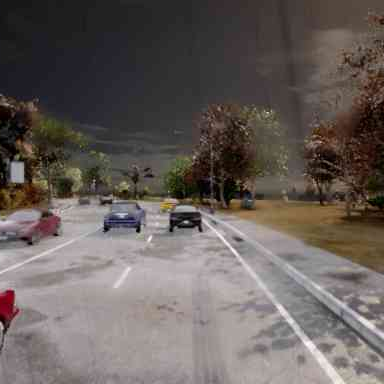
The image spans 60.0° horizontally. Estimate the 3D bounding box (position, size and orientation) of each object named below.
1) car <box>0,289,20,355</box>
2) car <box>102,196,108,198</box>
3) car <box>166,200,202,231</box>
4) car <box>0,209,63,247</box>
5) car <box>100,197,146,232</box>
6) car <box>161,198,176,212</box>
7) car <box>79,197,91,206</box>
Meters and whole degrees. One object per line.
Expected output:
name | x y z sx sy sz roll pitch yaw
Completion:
car | -3.419 1.602 2.689 1.895 1.301 4.718 0 0 0
car | -14.376 1.479 55.850 1.882 1.535 5.008 0 0 -19
car | -0.468 1.483 20.534 1.882 1.535 5.008 0 0 -3
car | -7.420 1.529 15.247 1.812 1.442 4.674 0 0 -2
car | -3.964 1.357 20.248 2.097 1.767 4.553 0 0 -3
car | -2.574 1.489 38.804 1.882 1.535 5.008 0 0 -10
car | -17.965 1.542 55.642 2.033 1.411 5.357 0 0 -19
